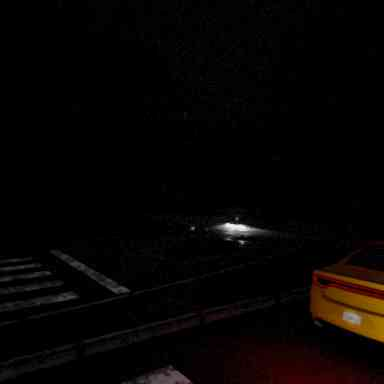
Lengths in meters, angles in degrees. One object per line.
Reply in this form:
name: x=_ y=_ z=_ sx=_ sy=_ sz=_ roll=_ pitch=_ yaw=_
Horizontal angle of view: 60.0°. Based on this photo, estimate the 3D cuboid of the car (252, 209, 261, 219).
car: x=7.894 y=3.078 z=47.745 sx=4.892 sy=1.490 sz=1.837 roll=6 pitch=-4 yaw=-39

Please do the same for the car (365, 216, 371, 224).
car: x=26.096 y=4.280 z=52.876 sx=5.357 sy=1.411 sz=2.033 roll=3 pitch=-2 yaw=12

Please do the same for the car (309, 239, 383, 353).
car: x=4.163 y=1.516 z=5.659 sx=5.008 sy=1.535 sz=1.882 roll=1 pitch=-1 yaw=-33

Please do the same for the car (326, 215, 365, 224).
car: x=22.753 y=4.047 z=50.017 sx=4.718 sy=1.301 sz=1.895 roll=3 pitch=-2 yaw=5

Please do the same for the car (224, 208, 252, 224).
car: x=4.236 y=2.303 z=32.823 sx=2.128 sy=1.511 sz=4.902 roll=3 pitch=-2 yaw=3
